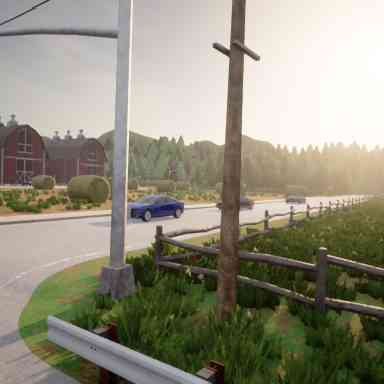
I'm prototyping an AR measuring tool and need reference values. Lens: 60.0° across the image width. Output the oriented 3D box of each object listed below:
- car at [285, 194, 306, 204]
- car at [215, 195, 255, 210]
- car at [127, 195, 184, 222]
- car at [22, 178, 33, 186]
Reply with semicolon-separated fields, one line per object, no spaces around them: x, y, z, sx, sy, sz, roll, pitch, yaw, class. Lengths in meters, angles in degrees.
14.734;0.973;47.181;1.994;1.385;4.181;3;2;34;car
4.190;0.985;31.312;2.033;1.411;5.357;3;2;33;car
-2.441;0.936;21.235;1.882;1.535;5.008;3;2;33;car
-39.001;-2.370;79.385;1.905;1.878;3.866;8;2;-13;car
